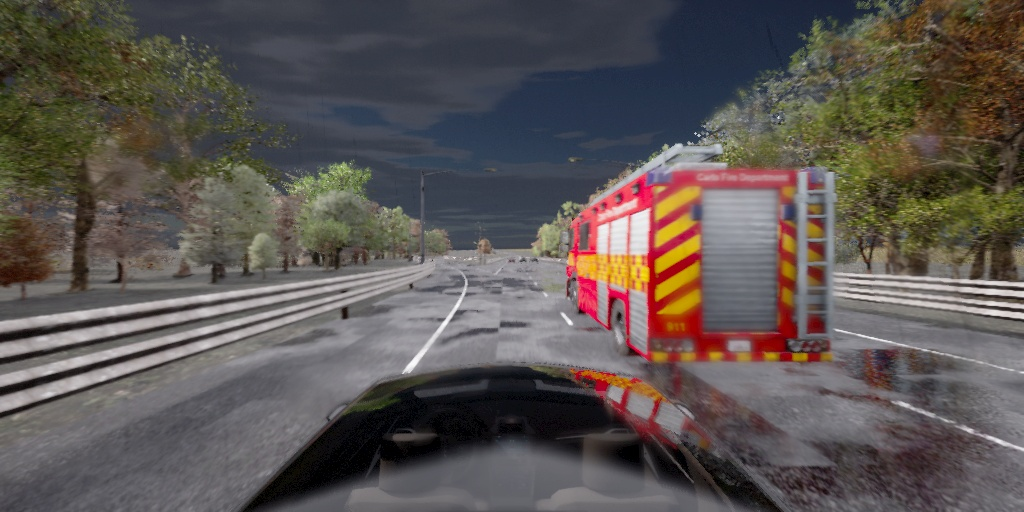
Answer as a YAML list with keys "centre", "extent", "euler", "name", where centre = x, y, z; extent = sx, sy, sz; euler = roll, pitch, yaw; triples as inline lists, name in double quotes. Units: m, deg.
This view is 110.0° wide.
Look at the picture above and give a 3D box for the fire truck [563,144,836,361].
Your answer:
- centre: [3.503, 0.096, 9.558]
  extent: [2.891, 3.827, 8.468]
  euler: [0, 0, 0]
  name: "fire truck"
